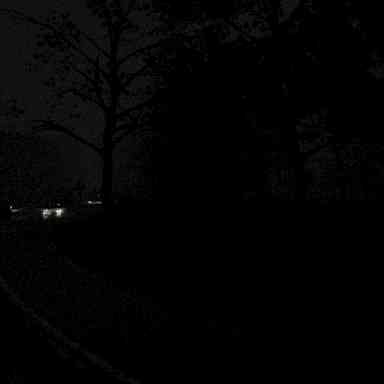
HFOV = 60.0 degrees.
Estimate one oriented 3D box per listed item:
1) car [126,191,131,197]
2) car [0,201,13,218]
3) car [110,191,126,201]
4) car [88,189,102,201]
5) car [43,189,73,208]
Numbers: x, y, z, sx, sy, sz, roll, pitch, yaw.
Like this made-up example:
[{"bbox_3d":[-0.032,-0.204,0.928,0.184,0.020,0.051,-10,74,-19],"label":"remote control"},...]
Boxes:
[{"bbox_3d":[-14.269,0.511,70.506,2.033,1.411,5.357,-1,1,-1],"label":"car"},{"bbox_3d":[-16.390,1.496,26.846,1.837,1.490,4.892,-1,1,-2],"label":"car"},{"bbox_3d":[-14.005,0.676,60.474,2.097,1.767,4.553,-1,1,-1],"label":"car"},{"bbox_3d":[-17.280,0.565,60.841,2.150,2.045,5.566,-1,1,-1],"label":"car"},{"bbox_3d":[-16.824,0.848,42.023,2.150,2.045,5.566,-1,6,-1],"label":"car"}]
